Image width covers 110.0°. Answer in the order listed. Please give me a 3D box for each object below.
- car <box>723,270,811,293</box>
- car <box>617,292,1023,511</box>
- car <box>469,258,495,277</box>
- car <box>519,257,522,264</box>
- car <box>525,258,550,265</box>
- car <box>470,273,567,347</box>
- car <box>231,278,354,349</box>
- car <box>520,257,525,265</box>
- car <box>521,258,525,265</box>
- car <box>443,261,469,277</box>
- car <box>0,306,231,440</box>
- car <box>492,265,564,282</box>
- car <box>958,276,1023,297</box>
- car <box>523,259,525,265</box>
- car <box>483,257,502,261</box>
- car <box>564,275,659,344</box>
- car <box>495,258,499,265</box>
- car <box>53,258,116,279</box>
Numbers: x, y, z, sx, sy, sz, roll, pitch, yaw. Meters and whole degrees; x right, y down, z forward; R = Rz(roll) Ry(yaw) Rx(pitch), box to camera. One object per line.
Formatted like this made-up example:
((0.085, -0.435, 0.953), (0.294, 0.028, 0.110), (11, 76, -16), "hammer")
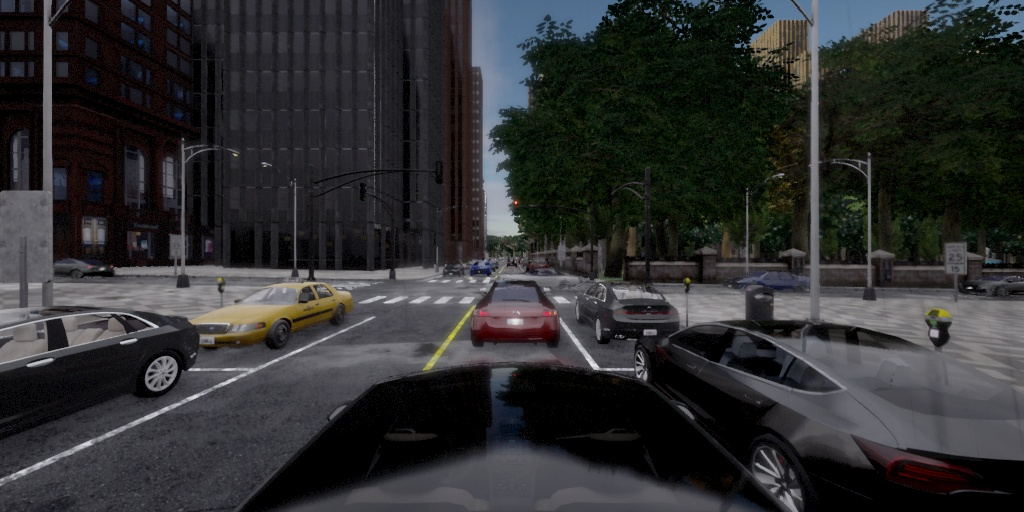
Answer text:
((17.345, 1.676, 24.170), (5.357, 1.411, 2.033), (1, 0, 0), "car")
((2.763, 1.316, 3.836), (1.948, 1.339, 4.313), (0, 0, 0), "car")
((-3.093, 1.239, 36.619), (1.882, 1.535, 5.008), (0, 0, 0), "car")
((2.760, 1.231, 63.296), (1.967, 1.591, 4.097), (0, 0, 0), "car")
((2.761, 1.075, 36.014), (2.192, 1.841, 5.009), (0, 0, 0), "car")
((0.081, 1.314, 9.344), (1.994, 1.385, 4.181), (0, 0, 0), "car")
((-5.763, 1.275, 9.170), (1.751, 1.417, 4.829), (0, 0, 0), "car")
((2.760, 1.335, 57.839), (2.007, 1.370, 4.403), (0, 0, 0), "car")
((2.760, 1.329, 52.383), (2.007, 1.370, 4.403), (0, 0, 0), "car")
((-5.764, 1.326, 36.004), (1.948, 1.339, 4.313), (0, 0, 0), "car")
((-5.762, 1.300, 3.827), (2.007, 1.370, 4.403), (0, 0, 0), "car")
((1.523, 1.408, 21.614), (4.718, 1.301, 1.895), (1, 0, -22), "car")
((32.954, 2.018, 24.248), (4.181, 1.385, 1.994), (1, 0, 0), "car")
((2.761, 1.338, 46.926), (1.948, 1.339, 4.313), (0, 0, 0), "car")
((-3.086, 1.275, 56.629), (2.128, 1.511, 4.902), (0, 0, 0), "car")
((2.763, 1.301, 9.349), (2.007, 1.370, 4.403), (0, 0, 0), "car")
((-3.093, 1.336, 46.584), (1.994, 1.385, 4.181), (0, 0, 0), "car")
((-29.330, 0.797, 23.908), (4.181, 1.385, 1.994), (1, 0, 0), "car")
